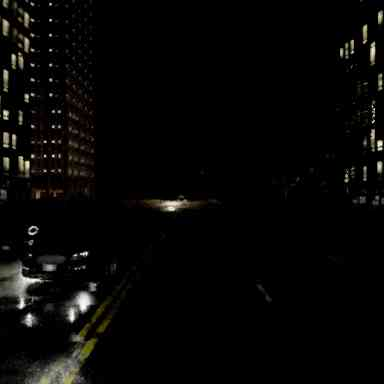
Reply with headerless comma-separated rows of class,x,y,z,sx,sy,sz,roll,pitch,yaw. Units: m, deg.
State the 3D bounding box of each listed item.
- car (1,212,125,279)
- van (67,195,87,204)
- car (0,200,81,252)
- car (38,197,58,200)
car,-3.350,1.531,10.260,2.128,1.511,4.902,0,0,0
van,-22.646,1.392,65.420,3.998,1.788,1.690,0,0,1
car,-6.600,1.404,14.046,2.097,1.767,4.553,0,0,0
car,-28.185,1.570,65.467,4.507,1.381,1.887,0,0,1
